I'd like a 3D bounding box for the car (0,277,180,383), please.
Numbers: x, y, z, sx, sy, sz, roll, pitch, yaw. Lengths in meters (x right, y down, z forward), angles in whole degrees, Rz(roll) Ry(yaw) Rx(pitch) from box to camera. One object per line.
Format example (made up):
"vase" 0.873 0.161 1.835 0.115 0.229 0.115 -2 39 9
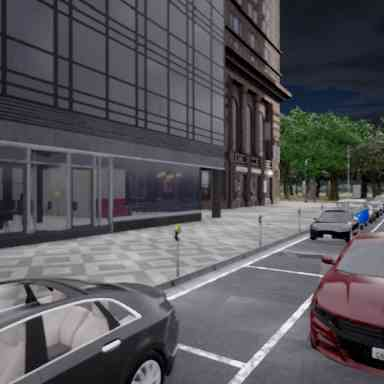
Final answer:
"car" -1.816 1.552 2.665 2.008 1.369 4.403 0 0 33

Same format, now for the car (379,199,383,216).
"car" 16.008 1.567 29.990 1.947 1.339 4.313 0 0 33

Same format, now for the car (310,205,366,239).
"car" 7.096 1.565 16.327 1.947 1.339 4.313 0 0 33

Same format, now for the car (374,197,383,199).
"car" 18.886 1.528 34.402 1.752 1.417 4.829 0 0 33

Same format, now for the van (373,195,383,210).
"van" 24.921 1.348 43.653 1.690 1.788 3.998 0 0 33

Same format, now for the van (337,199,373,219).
"van" 10.066 1.341 20.882 1.690 1.788 3.998 0 0 33

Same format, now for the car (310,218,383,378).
"car" 3.433 1.477 5.654 1.882 1.535 5.008 0 0 33

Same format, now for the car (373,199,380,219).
"car" 12.945 1.526 25.294 1.752 1.417 4.829 0 0 33
